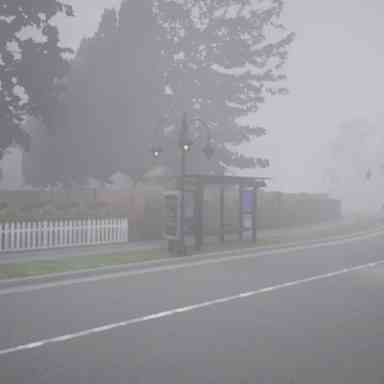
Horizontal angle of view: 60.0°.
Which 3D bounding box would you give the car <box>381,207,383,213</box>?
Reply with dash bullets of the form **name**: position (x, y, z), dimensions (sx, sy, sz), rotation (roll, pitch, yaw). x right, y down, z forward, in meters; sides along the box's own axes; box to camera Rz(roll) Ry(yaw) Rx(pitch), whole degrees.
- **car**: position (24.245, 1.964, 39.189), dimensions (1.994, 1.385, 4.181), rotation (1, -1, 1)
